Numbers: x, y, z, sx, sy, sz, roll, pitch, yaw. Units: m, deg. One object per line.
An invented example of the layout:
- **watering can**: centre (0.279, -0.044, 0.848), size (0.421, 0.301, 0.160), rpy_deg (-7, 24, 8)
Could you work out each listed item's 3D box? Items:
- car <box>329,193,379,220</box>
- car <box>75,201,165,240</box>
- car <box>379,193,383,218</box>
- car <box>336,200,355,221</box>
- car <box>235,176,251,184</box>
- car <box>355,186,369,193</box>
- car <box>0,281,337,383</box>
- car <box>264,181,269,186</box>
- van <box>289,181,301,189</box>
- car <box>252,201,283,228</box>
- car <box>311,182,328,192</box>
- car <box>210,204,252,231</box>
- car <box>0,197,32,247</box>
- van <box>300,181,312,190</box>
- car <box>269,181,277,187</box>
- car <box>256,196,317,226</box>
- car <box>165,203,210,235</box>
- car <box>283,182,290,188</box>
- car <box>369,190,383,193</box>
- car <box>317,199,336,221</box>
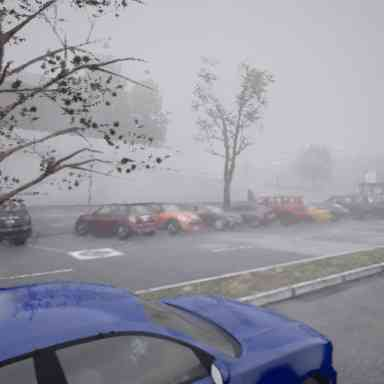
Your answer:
- **car**: centre (13.080, 1.335, 29.521), size (5.566, 2.045, 2.435), rpy_deg (-1, -1, 35)
- **car**: centre (-4.005, 1.375, 17.315), size (4.553, 1.767, 2.185), rpy_deg (-1, -1, 35)
- **car**: centre (15.594, 1.348, 31.225), size (5.566, 2.045, 2.435), rpy_deg (-1, -1, 35)
- **car**: centre (10.651, 1.612, 27.765), size (4.674, 1.452, 2.002), rpy_deg (-1, -1, 35)
- **car**: centre (14.826, -2.990, 92.862), size (1.946, 1.575, 5.366), rpy_deg (7, 3, 34)
- **car**: centre (33.760, -0.241, 65.606), size (2.435, 2.045, 5.566), rpy_deg (7, 3, 35)
- **car**: centre (-0.911, 1.478, 2.482), size (5.008, 1.535, 1.882), rpy_deg (0, 0, -35)
- **car**: centre (19.926, -2.131, 85.348), size (2.002, 1.452, 4.674), rpy_deg (7, 3, 35)
- **van**: centre (25.070, -1.579, 77.831), size (1.878, 1.987, 4.442), rpy_deg (7, 3, 35)
- **car**: centre (3.278, 1.561, 22.567), size (4.792, 1.488, 2.163), rpy_deg (-1, -1, 35)
- **car**: centre (28.555, -0.807, 72.995), size (2.231, 1.521, 4.892), rpy_deg (7, 3, 35)
- **car**: centre (0.858, 1.521, 20.822), size (4.892, 1.521, 2.231), rpy_deg (-1, -1, 35)
- **car**: centre (-8.947, 1.241, 13.866), size (5.566, 2.045, 2.435), rpy_deg (-1, 0, 35)
- **van**: centre (26.797, -1.306, 75.359), size (1.878, 1.987, 4.442), rpy_deg (7, 3, 35)
- **car**: centre (21.667, -1.858, 82.885), size (2.002, 1.452, 4.674), rpy_deg (7, 3, 35)
- **car**: centre (5.724, 1.294, 24.312), size (5.566, 2.045, 2.435), rpy_deg (-1, -1, 35)
- **car**: centre (-1.609, 1.384, 19.098), size (4.553, 1.767, 2.185), rpy_deg (-1, -1, 35)
- **car**: centre (23.497, -1.626, 80.563), size (1.946, 1.575, 5.366), rpy_deg (7, 3, 35)
- **car**: centre (35.449, 0.321, 63.132), size (2.002, 1.452, 4.674), rpy_deg (7, 3, 35)
- **car**: centre (8.044, 1.557, 26.138), size (5.366, 1.575, 1.946), rpy_deg (-1, -1, 35)
